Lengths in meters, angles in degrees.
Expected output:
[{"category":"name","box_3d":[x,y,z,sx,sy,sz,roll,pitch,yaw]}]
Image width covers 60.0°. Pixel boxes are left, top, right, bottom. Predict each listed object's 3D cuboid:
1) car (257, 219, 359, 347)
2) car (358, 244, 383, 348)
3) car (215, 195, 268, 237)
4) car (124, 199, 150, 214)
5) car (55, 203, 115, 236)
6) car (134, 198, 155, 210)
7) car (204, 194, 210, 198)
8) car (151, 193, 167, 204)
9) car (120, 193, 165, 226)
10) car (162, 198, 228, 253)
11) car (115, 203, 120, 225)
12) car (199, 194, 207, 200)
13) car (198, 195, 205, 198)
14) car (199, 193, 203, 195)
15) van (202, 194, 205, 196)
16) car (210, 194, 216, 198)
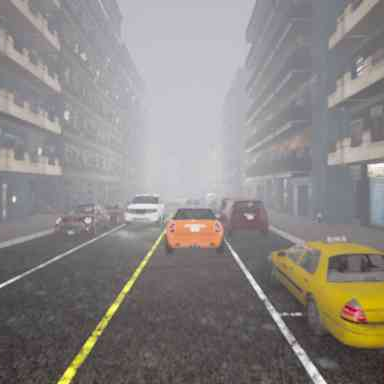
[{"category":"car","box_3d":[2.681,1.499,6.448,1.752,1.417,4.829,-1,0,0]},{"category":"car","box_3d":[2.676,1.312,0.593,2.192,1.841,5.009,-1,0,0]},{"category":"car","box_3d":[2.681,1.245,17.647,2.192,1.841,5.009,-1,0,0]},{"category":"car","box_3d":[-5.690,1.433,34.708,1.947,1.339,4.313,-1,0,0]},{"category":"car","box_3d":[-5.697,1.370,17.653,1.967,1.590,4.097,-1,0,0]},{"category":"car","box_3d":[-5.689,1.413,40.392,1.947,1.339,4.313,-1,0,0]},{"category":"car","box_3d":[2.691,1.372,40.556,1.752,1.417,4.829,-1,0,0]},{"category":"car","box_3d":[-5.688,1.106,57.446,2.192,1.841,5.009,-1,0,0]},{"category":"car","box_3d":[-3.088,1.132,22.858,2.150,2.045,5.566,0,0,0]},{"category":"car","box_3d":[0.101,1.297,13.561,2.097,1.767,4.553,0,0,0]},{"category":"car","box_3d":[-5.694,1.453,23.339,1.887,1.381,4.507,-1,0,0]},{"category":"car","box_3d":[2.704,1.251,85.864,1.887,1.381,4.507,-1,0,0]},{"category":"car","box_3d":[0.111,1.405,37.291,2.033,1.411,5.357,0,0,0]},{"category":"car","box_3d":[2.701,1.290,74.494,2.008,1.369,4.403,-1,0,0]},{"category":"van","box_3d":[2.690,1.169,46.070,1.690,1.788,3.998,-1,0,0]},{"category":"car","box_3d":[2.683,1.224,23.332,2.192,1.841,5.009,-1,0,0]}]
